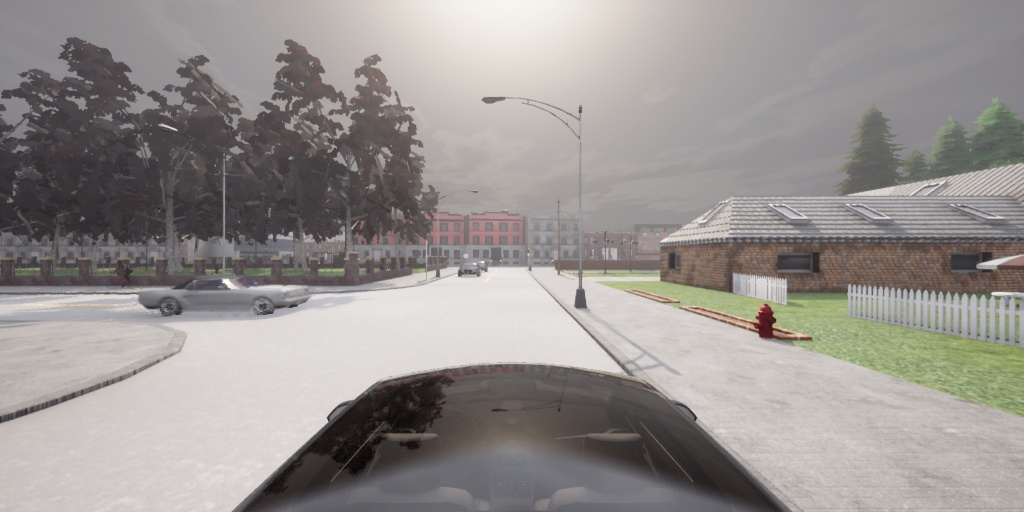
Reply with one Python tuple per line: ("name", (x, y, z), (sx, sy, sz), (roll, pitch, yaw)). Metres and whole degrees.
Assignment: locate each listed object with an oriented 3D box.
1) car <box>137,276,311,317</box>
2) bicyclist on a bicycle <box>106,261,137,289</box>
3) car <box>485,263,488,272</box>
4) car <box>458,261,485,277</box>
("car", (-9.865, 1.351, 12.665), (4.718, 1.301, 1.895), (0, 0, -4))
("bicyclist on a bicycle", (-22.656, 1.099, 20.842), (0.582, 1.620, 1.656), (0, 0, 0))
("car", (-4.108, 1.313, 45.581), (1.994, 1.385, 4.181), (0, 0, 0))
("car", (-4.124, 1.313, 35.596), (1.994, 1.385, 4.181), (0, 0, 0))
